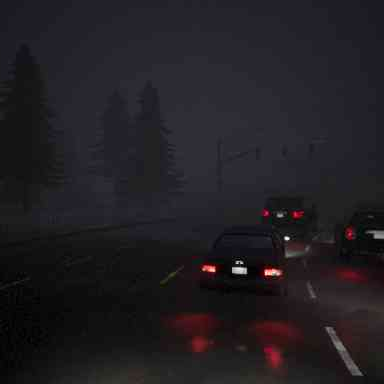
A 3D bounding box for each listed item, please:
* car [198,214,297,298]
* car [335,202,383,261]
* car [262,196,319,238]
[{"bbox_3d":[1.544,1.546,8.773,2.033,1.411,5.357,0,0,15],"label":"car"},{"bbox_3d":[6.412,1.354,12.056,2.097,1.767,4.553,0,0,20],"label":"car"},{"bbox_3d":[5.479,1.219,18.222,2.150,2.045,5.566,0,0,28],"label":"car"}]
